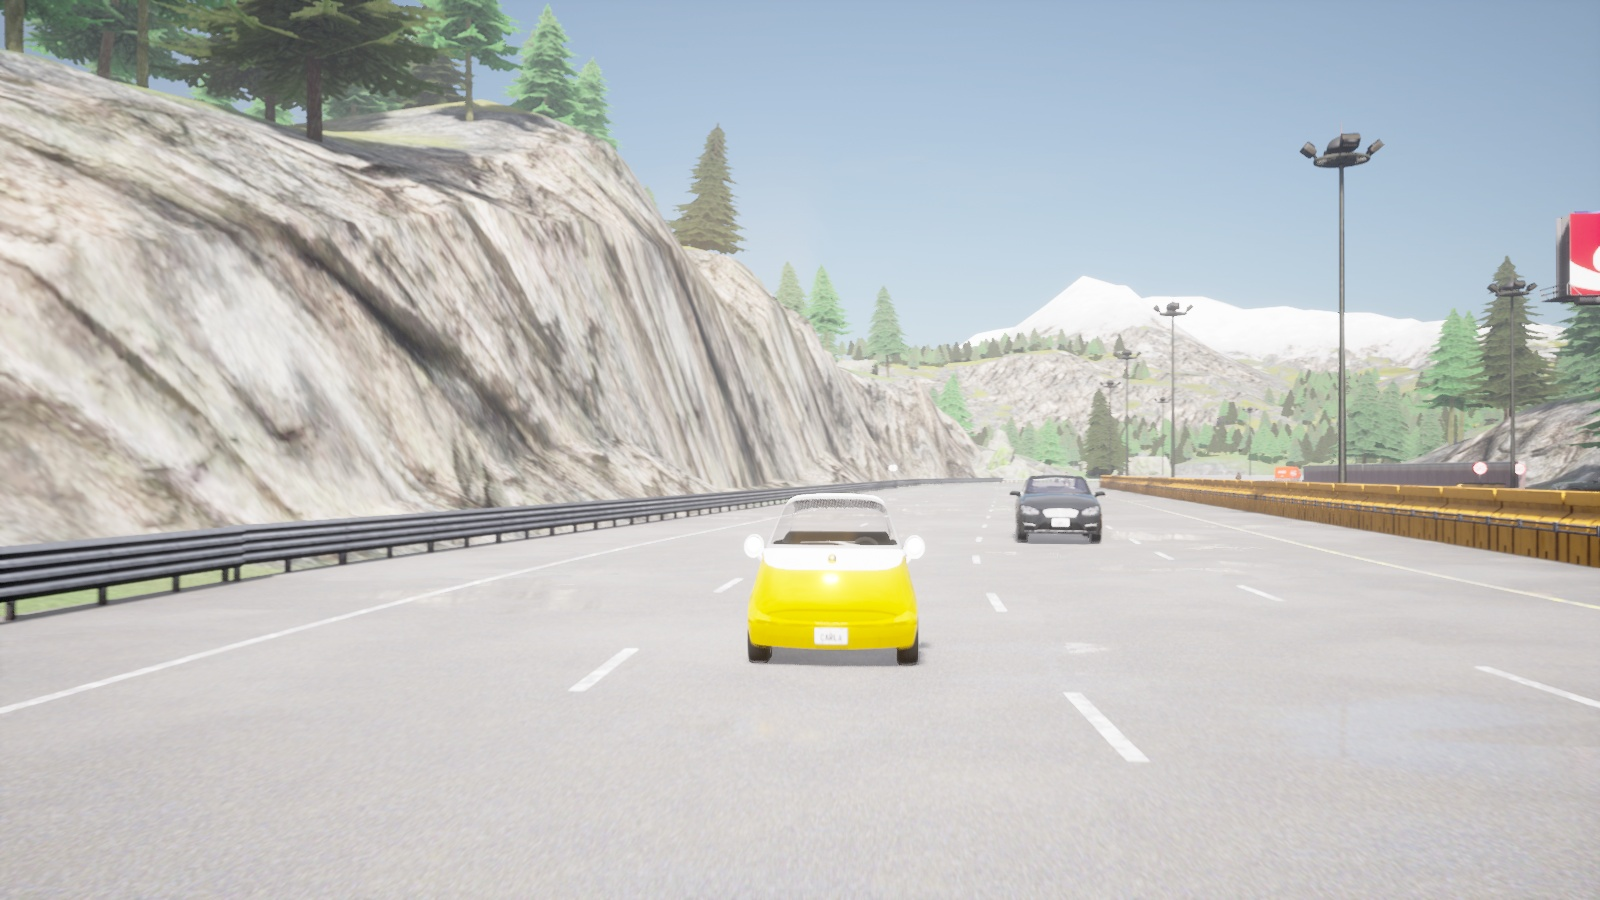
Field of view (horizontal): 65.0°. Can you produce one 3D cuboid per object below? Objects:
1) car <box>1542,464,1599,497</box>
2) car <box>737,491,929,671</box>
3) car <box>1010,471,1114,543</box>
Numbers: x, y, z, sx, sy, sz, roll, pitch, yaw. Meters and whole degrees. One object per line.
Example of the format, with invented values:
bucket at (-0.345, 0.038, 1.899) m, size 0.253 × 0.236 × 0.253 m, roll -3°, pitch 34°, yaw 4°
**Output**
car at (43.345, 1.655, 68.467) m, size 4.553 × 1.767 × 2.097 m, roll -1°, pitch -1°, yaw 12°
car at (0.328, 1.049, 10.834) m, size 1.481 × 1.376 × 2.207 m, roll 0°, pitch -2°, yaw 4°
car at (5.906, 1.232, 28.832) m, size 2.128 × 1.511 × 4.902 m, roll 0°, pitch -1°, yaw 9°
